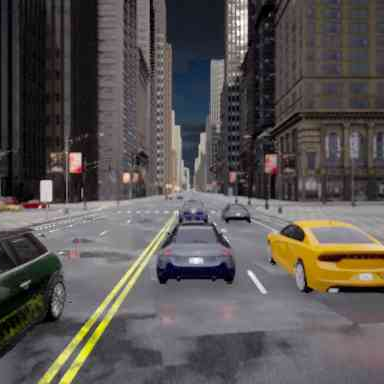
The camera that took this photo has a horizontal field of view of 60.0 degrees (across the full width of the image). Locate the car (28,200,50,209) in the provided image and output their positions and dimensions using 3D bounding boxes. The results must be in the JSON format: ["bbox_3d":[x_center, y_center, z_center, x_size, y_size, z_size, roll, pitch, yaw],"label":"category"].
[{"bbox_3d":[-23.992,1.868,50.539,4.507,1.381,1.887,-1,1,0],"label":"car"}]

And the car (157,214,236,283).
[{"bbox_3d":[0.098,1.572,9.743,1.994,1.385,4.181,0,0,0],"label":"car"}]

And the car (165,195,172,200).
[{"bbox_3d":[-6.519,1.546,91.778,1.812,1.442,4.674,0,0,0],"label":"car"}]

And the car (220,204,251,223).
[{"bbox_3d":[3.345,1.584,25.995,1.994,1.385,4.181,0,0,0],"label":"car"}]

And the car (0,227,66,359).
[{"bbox_3d":[-3.351,1.356,4.172,2.097,1.767,4.553,0,0,0],"label":"car"}]

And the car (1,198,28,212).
[{"bbox_3d":[-23.851,1.876,42.011,4.829,1.417,1.752,-1,1,0],"label":"car"}]

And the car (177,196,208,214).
[{"bbox_3d":[0.094,1.370,24.945,2.097,1.767,4.553,0,0,0],"label":"car"}]

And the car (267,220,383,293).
[{"bbox_3d":[3.349,1.486,8.882,1.882,1.535,5.008,0,0,0],"label":"car"}]
